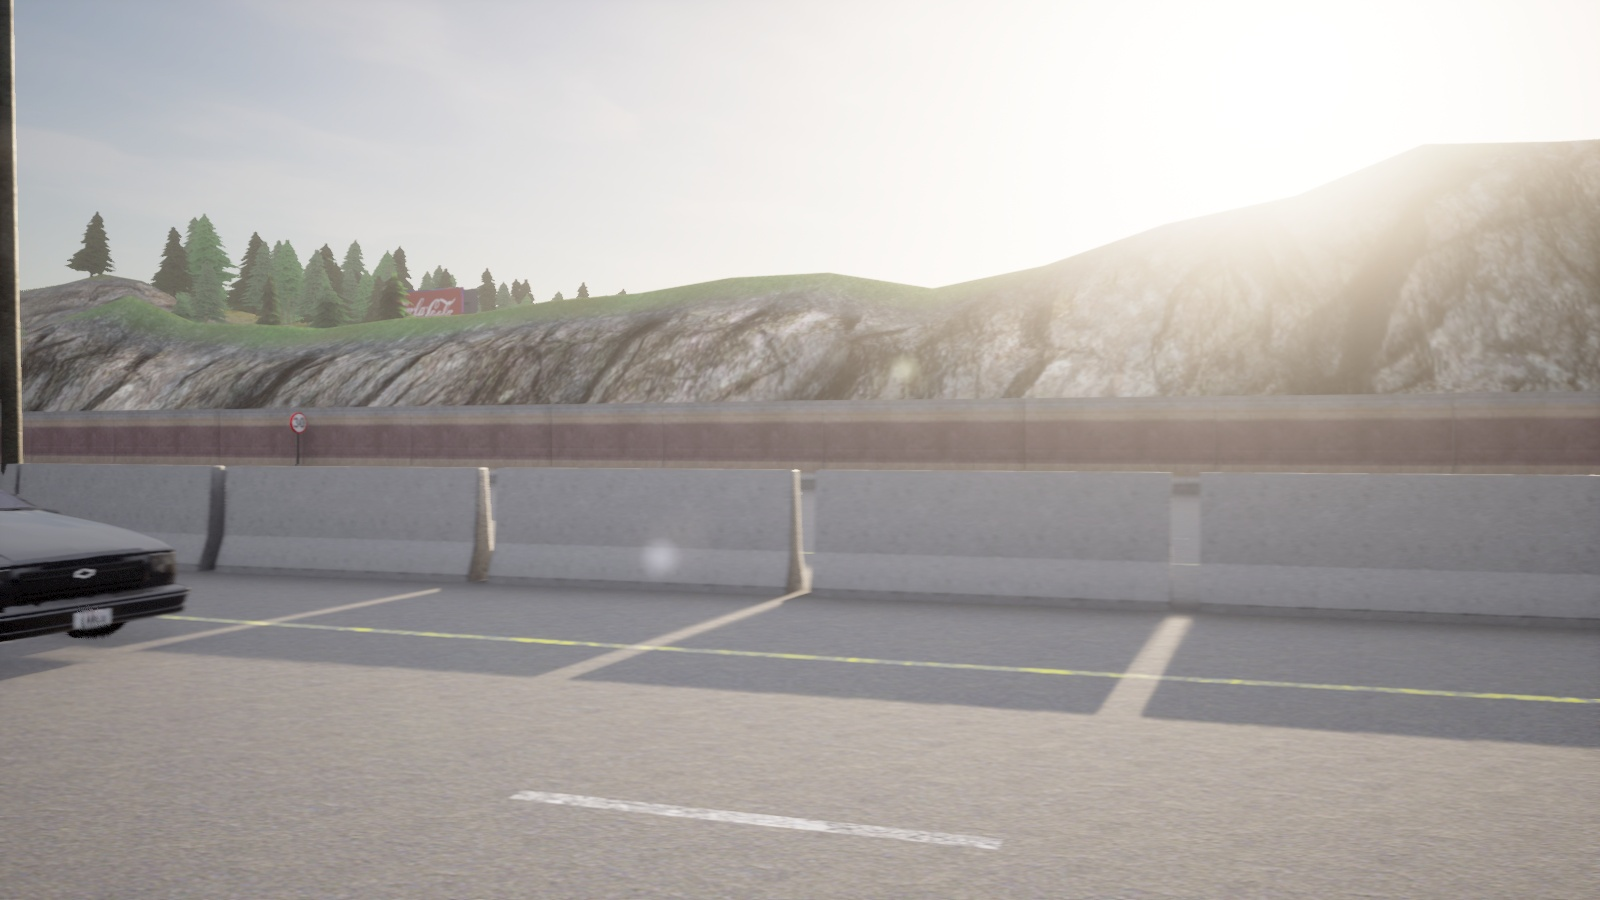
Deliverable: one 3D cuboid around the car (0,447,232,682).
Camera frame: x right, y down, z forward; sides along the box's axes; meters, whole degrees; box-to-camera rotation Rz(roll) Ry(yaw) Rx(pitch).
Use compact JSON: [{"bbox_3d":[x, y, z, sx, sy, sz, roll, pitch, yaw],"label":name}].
[{"bbox_3d":[-7.135,0.697,9.501,5.357,1.411,2.033,1,1,22],"label":"car"}]
